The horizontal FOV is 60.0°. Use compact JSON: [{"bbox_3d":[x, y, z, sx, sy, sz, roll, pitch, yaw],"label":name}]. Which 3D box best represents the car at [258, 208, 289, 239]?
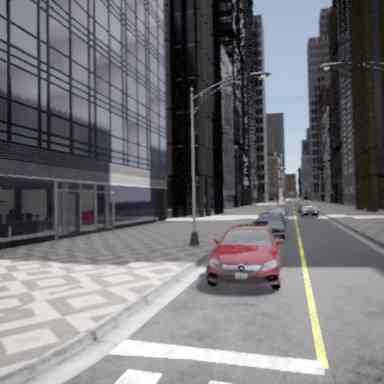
[{"bbox_3d":[4.785,1.952,20.116,2.033,1.411,5.357,-2,-1,17],"label":"car"}]

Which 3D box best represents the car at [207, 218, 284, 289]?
[{"bbox_3d":[1.745,1.745,10.019,1.812,1.442,4.674,-2,-1,15],"label":"car"}]

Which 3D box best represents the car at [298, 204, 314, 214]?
[{"bbox_3d":[16.682,2.441,48.939,1.994,1.385,4.181,-2,-1,17],"label":"car"}]

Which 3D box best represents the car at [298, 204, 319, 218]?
[{"bbox_3d":[13.633,2.283,38.627,1.895,1.301,4.718,-2,-1,17],"label":"car"}]
